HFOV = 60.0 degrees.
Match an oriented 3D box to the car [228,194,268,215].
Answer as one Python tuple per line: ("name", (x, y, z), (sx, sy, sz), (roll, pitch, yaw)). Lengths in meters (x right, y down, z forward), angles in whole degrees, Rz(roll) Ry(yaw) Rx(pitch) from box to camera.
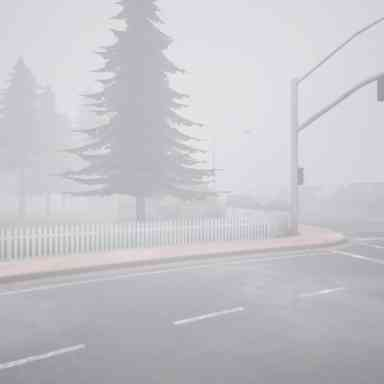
("car", (5.483, 1.276, 35.465), (2.150, 2.045, 5.566), (0, 0, -18))

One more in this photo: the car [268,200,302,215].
("car", (9.422, 1.533, 34.684), (1.882, 1.535, 5.008), (0, 0, -18))
